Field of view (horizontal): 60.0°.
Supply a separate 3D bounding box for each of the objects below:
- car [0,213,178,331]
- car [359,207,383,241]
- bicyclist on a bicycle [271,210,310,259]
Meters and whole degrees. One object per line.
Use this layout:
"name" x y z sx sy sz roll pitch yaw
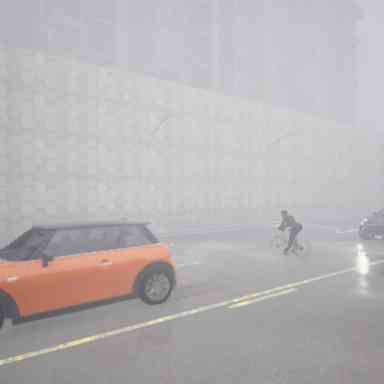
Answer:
"car" -2.580 1.353 6.435 4.553 1.767 2.097 0 0 -37
"car" 9.799 1.352 15.573 4.553 1.767 2.097 0 0 -36
"bicyclist on a bicycle" 3.362 1.455 11.553 0.582 1.620 1.656 0 -2 -36
